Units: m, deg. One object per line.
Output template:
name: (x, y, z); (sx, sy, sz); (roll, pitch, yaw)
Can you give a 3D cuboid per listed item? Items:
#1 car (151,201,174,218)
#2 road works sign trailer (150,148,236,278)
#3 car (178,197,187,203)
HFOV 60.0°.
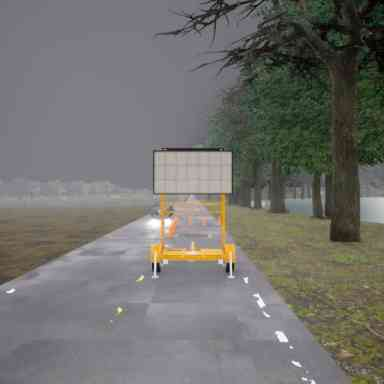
car: (-2.744, 1.571, 31.385); (2.128, 1.511, 4.902); (0, 0, 0)
road works sign trailer: (0.033, 0.475, 10.124); (2.380, 3.560, 2.880); (0, 0, 0)
car: (-2.464, 1.970, 84.701); (2.128, 1.511, 4.902); (0, -1, 0)
